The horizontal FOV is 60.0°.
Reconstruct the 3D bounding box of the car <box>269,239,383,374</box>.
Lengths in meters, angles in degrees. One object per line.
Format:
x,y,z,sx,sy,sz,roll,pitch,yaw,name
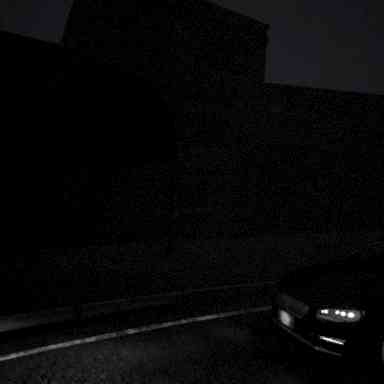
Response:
3.638,1.503,5.313,4.902,1.511,2.128,1,0,-17,car
